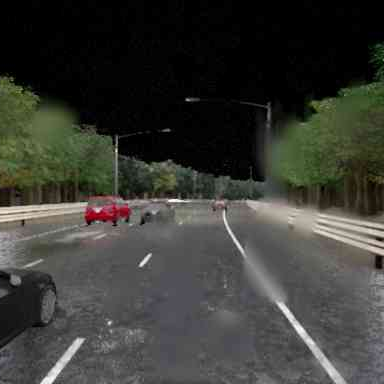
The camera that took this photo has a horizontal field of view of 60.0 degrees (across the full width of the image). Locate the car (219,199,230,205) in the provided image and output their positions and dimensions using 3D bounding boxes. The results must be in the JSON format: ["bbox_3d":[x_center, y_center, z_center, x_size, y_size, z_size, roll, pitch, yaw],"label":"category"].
[{"bbox_3d":[7.558,2.258,77.247,1.994,1.385,4.181,0,-2,12],"label":"car"}]

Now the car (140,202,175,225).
[{"bbox_3d":[-2.511,1.515,25.540,2.097,1.767,4.553,0,0,4],"label":"car"}]

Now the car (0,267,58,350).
[{"bbox_3d":[-3.342,1.546,4.098,1.812,1.442,4.674,0,0,0],"label":"car"}]

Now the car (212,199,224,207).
[{"bbox_3d":[4.916,2.078,62.683,1.994,1.385,4.181,0,-1,10],"label":"car"}]

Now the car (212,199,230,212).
[{"bbox_3d":[3.774,1.835,44.475,1.812,1.442,4.674,0,0,6],"label":"car"}]

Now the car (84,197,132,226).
[{"bbox_3d":[-6.090,1.377,24.661,2.150,2.045,5.566,0,0,3],"label":"car"}]
